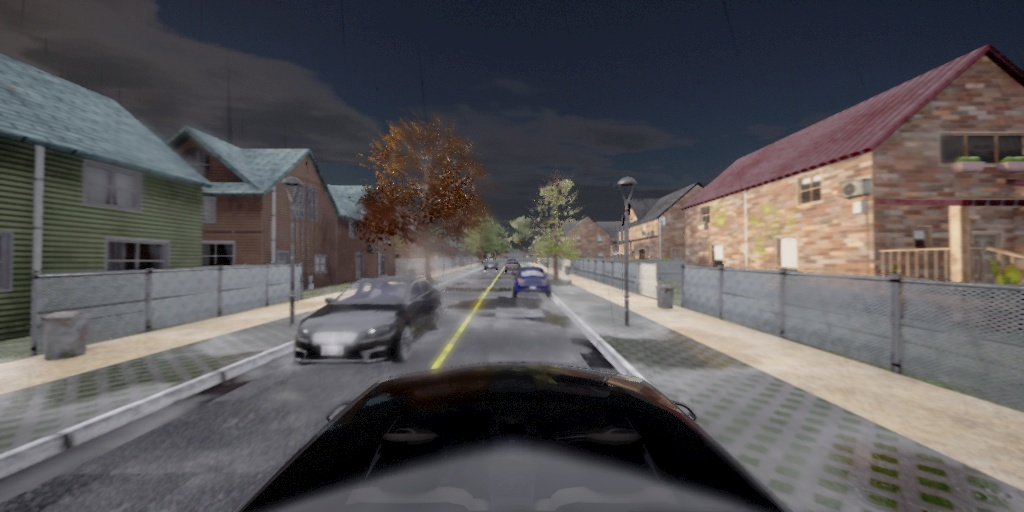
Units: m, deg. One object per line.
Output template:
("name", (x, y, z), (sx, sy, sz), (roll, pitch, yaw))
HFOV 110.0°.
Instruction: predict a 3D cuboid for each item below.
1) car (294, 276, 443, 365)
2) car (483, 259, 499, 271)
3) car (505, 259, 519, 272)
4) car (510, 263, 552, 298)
("car", (-2.849, 1.236, 8.148), (2.128, 1.511, 4.902), (0, 0, 0))
("car", (-2.827, 1.215, 48.987), (2.128, 1.511, 4.902), (0, 0, 0))
("car", (0.068, 1.216, 45.483), (2.128, 1.511, 4.902), (0, 0, 0))
("car", (0.963, 1.263, 18.391), (1.812, 1.442, 4.674), (0, 0, 0))
